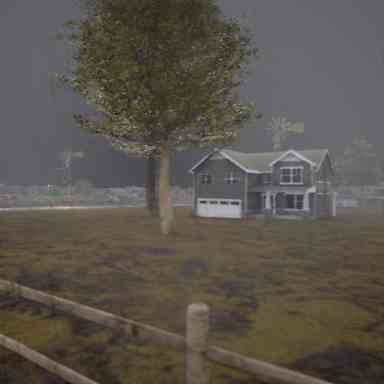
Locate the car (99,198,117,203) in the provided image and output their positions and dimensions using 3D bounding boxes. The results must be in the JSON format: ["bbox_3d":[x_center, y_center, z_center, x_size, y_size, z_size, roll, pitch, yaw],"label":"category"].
[{"bbox_3d":[-17.996,1.935,72.732,1.882,1.535,5.008,1,0,36],"label":"car"}]
